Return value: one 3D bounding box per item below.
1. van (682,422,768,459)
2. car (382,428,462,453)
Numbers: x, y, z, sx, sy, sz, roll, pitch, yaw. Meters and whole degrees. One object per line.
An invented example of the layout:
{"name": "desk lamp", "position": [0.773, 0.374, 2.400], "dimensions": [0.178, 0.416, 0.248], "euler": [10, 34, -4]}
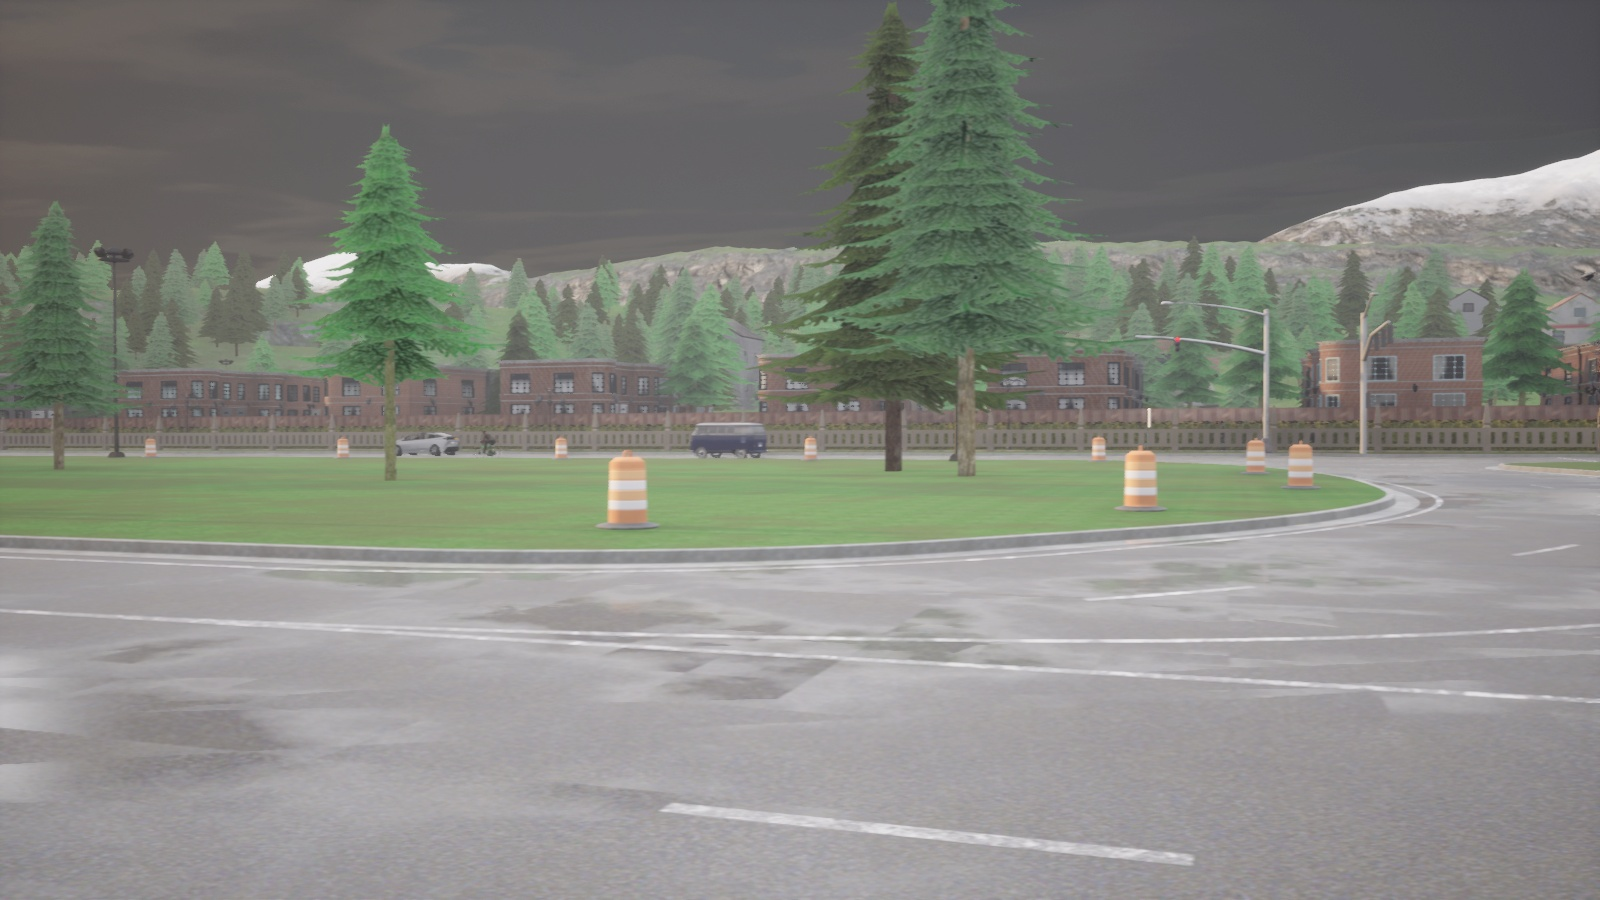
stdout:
{"name": "van", "position": [-4.144, -0.547, 69.372], "dimensions": [4.442, 1.987, 1.775], "euler": [1, 1, 28]}
{"name": "car", "position": [-24.061, -0.597, 79.935], "dimensions": [4.514, 1.525, 2.007], "euler": [1, 1, 18]}
